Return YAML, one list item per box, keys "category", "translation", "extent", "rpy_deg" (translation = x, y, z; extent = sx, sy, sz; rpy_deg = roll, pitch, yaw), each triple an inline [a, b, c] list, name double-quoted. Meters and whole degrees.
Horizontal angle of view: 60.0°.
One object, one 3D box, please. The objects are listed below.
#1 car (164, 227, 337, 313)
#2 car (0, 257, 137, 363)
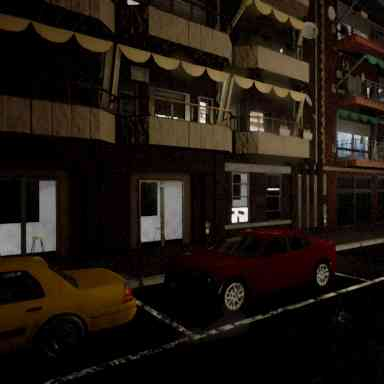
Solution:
- category: "car"
  translation: [1.488, 1.544, 7.628]
  extent: [4.507, 1.381, 1.887]
  rpy_deg: [0, 0, -36]
- category: "car"
  translation: [-3.149, 1.525, 4.321]
  extent: [4.829, 1.417, 1.752]
  rpy_deg: [0, 0, -36]
